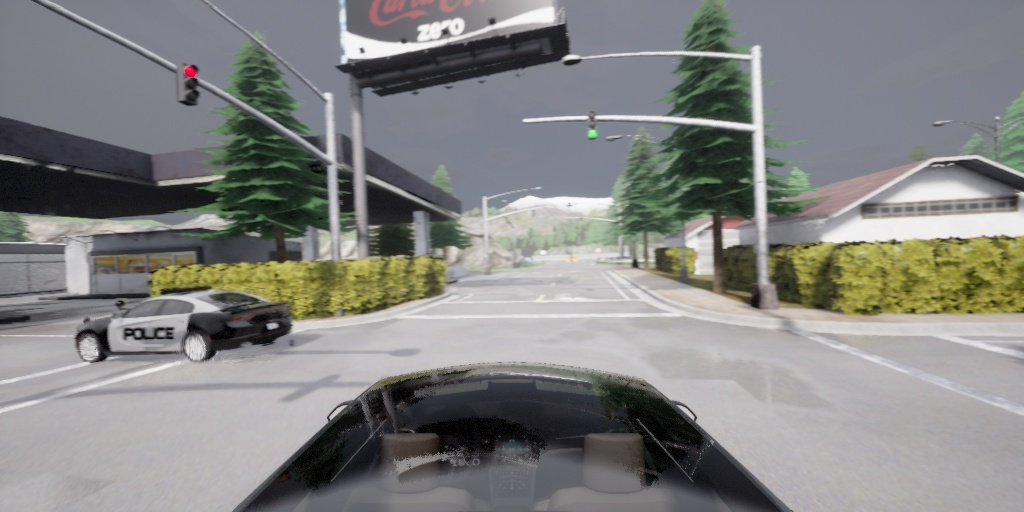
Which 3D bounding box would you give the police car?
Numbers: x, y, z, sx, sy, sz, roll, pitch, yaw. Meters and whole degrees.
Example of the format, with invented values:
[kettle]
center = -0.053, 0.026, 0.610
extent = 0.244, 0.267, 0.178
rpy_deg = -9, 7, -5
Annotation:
[police car]
center = -8.143, 1.584, 8.893
extent = 5.238, 1.638, 1.930
rpy_deg = -3, 0, 11
